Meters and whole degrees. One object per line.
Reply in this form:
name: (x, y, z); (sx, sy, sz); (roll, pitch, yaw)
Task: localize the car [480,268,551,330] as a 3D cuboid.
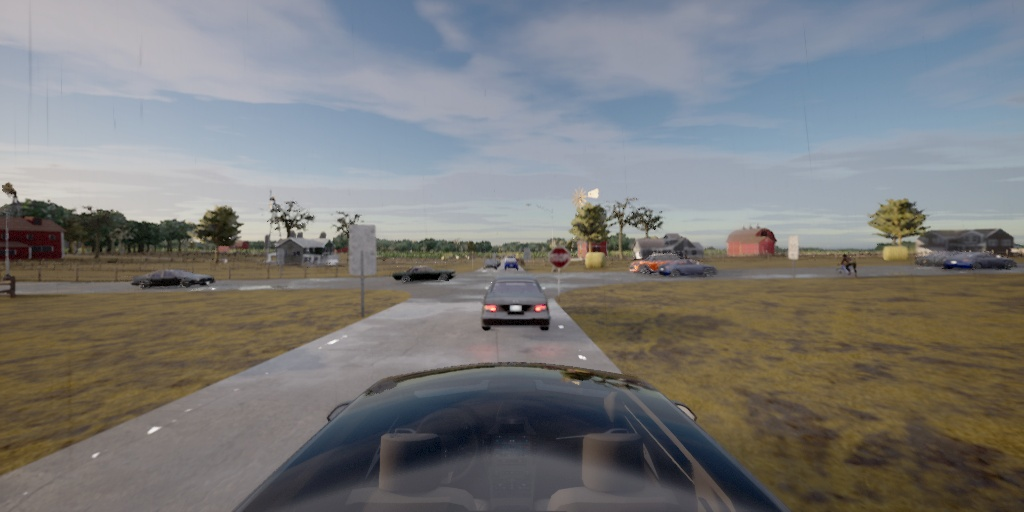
car: (0.105, 1.277, 10.970); (2.033, 1.411, 5.357); (0, 0, 0)

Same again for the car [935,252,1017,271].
car: (36.886, 0.416, 28.348); (4.181, 1.385, 1.994); (-1, 1, -1)

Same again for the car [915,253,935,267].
car: (38.880, 0.292, 32.046); (4.181, 1.385, 1.994); (-1, 1, 0)

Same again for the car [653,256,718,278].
car: (13.804, 0.950, 28.272); (4.181, 1.385, 1.994); (-1, 1, -2)

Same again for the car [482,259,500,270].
car: (-3.016, 1.178, 50.643); (1.837, 1.490, 4.892); (0, 0, -1)

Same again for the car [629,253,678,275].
car: (12.823, 0.678, 32.006); (4.553, 1.767, 2.097); (-1, 1, 0)

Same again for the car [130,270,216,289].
car: (-26.644, 1.786, 28.242); (5.357, 1.411, 2.033); (-1, 1, 0)

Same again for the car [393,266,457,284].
car: (-6.780, 1.418, 28.292); (4.718, 1.301, 1.895); (-2, 0, 0)

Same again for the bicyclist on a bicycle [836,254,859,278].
bicyclist on a bicycle: (22.838, 0.702, 24.435); (0.582, 1.620, 1.656); (-1, 0, 0)

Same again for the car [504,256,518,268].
car: (-0.114, 1.150, 51.596); (1.882, 1.535, 5.008); (0, 0, -1)
